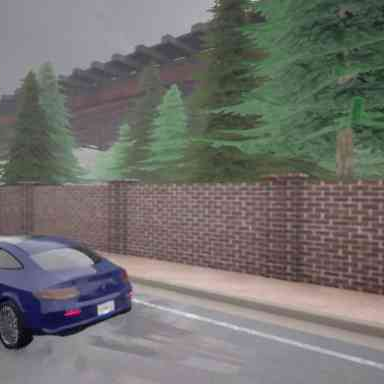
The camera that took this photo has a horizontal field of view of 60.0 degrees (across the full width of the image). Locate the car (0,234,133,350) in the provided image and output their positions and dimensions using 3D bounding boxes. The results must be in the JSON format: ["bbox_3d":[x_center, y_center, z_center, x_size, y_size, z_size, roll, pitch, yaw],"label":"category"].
[{"bbox_3d":[-3.121,1.521,6.190,4.674,1.442,1.812,0,0,36],"label":"car"}]
